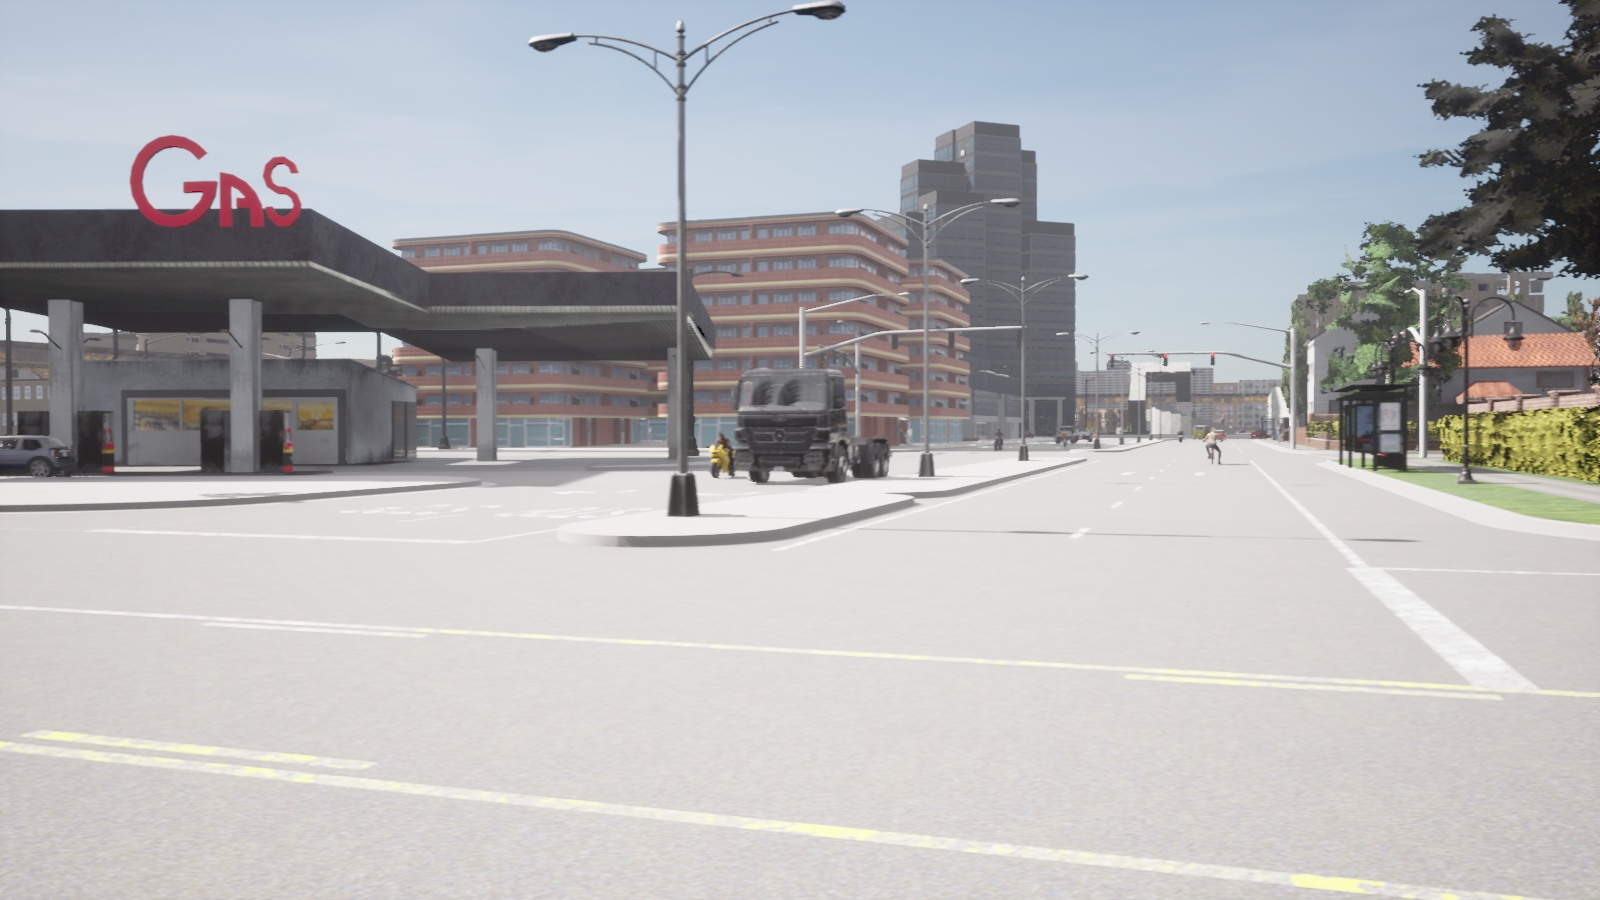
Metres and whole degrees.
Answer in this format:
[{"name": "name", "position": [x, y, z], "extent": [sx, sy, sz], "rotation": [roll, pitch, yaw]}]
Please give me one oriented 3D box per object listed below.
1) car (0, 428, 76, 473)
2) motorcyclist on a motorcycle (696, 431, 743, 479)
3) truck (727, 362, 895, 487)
[{"name": "car", "position": [-26.788, 0.015, 42.207], "extent": [3.806, 1.475, 1.970], "rotation": [0, 1, -9]}, {"name": "motorcyclist on a motorcycle", "position": [-2.584, 0.147, 40.686], "extent": [0.797, 1.523, 2.044], "rotation": [1, 1, 18]}, {"name": "truck", "position": [0.564, -0.778, 39.030], "extent": [2.891, 3.462, 7.936], "rotation": [1, 1, 18]}]
